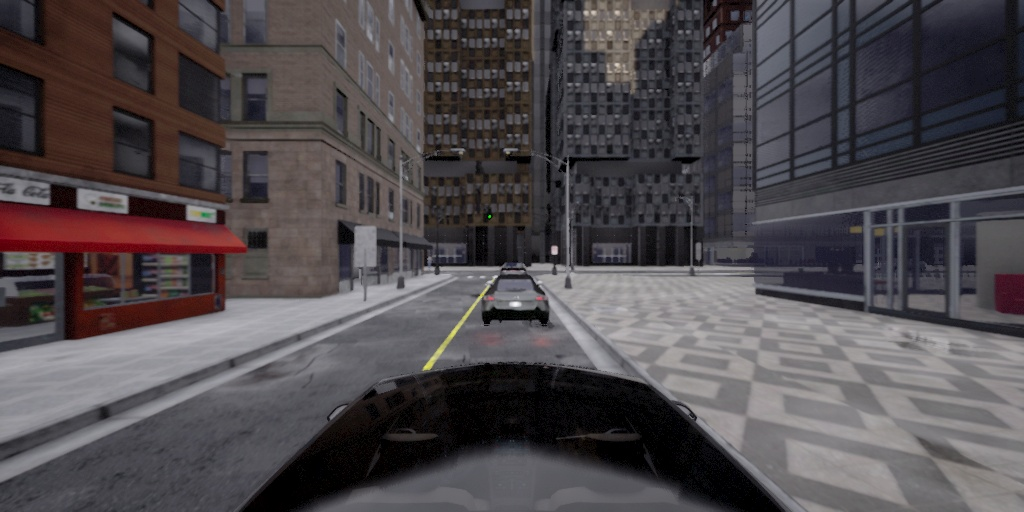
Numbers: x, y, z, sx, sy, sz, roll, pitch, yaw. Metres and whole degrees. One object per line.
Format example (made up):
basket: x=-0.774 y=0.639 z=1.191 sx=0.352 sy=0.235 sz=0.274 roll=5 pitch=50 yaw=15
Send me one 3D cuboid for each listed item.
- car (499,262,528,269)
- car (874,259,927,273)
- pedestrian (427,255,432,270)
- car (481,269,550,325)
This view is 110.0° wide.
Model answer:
car: x=0.103 y=1.175 z=25.167 sx=2.128 sy=1.511 sz=4.902 roll=0 pitch=0 yaw=1
car: x=42.736 y=1.073 z=39.658 sx=4.902 sy=1.511 sz=2.128 roll=0 pitch=0 yaw=1
pedestrian: x=-9.908 y=0.786 z=43.202 sx=0.375 sy=1.860 sz=0.375 roll=0 pitch=0 yaw=0
car: x=0.095 y=1.284 z=11.749 sx=1.994 sy=1.385 sz=4.181 roll=0 pitch=0 yaw=0
